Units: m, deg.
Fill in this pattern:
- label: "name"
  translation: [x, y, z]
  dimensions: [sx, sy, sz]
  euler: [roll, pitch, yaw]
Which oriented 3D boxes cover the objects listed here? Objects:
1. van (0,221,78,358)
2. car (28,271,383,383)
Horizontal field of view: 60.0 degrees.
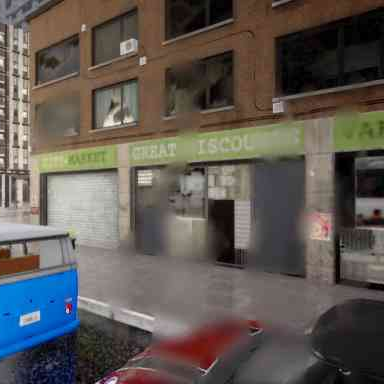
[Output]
- label: "van"
  translation: [-3.528, 1.343, 5.228]
  dimensions: [3.998, 1.788, 1.690]
  euler: [0, 0, 35]
- label: "car"
  translation: [1.112, 1.440, 1.933]
  dimensions: [4.097, 1.590, 1.967]
  euler: [0, 0, 35]
